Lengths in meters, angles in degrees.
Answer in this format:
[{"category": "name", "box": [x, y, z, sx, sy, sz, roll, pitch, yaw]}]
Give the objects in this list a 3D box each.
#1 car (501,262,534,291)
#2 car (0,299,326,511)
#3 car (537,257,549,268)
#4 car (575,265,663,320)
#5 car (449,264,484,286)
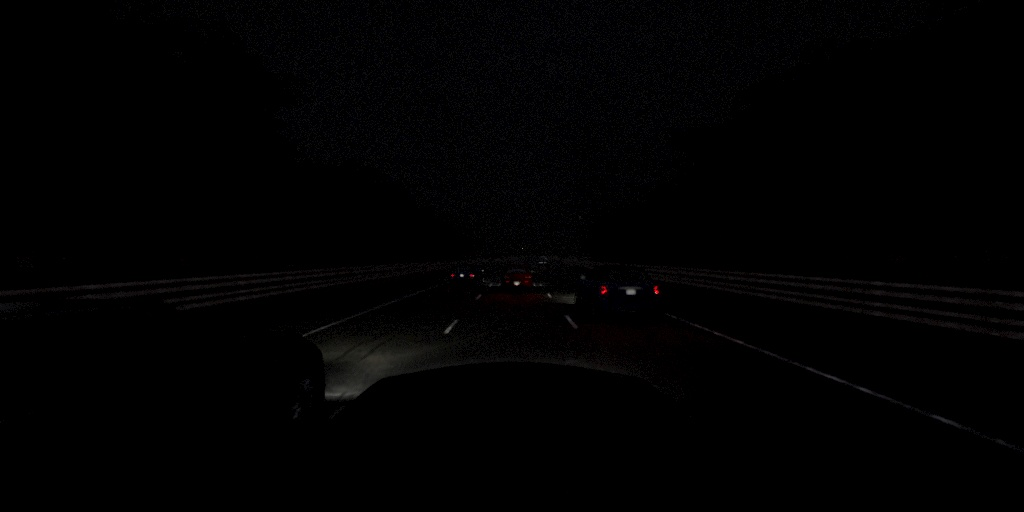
[{"category": "car", "box": [0.306, 1.273, 21.456, 1.812, 1.442, 4.674, 0, 0, 1]}, {"category": "car", "box": [-3.388, 1.097, 2.656, 2.097, 1.767, 4.553, 0, 0, 0]}, {"category": "car", "box": [5.408, 1.348, 62.694, 2.128, 1.511, 4.902, 0, 0, 4]}, {"category": "car", "box": [3.571, 1.097, 12.803, 2.097, 1.767, 4.553, 0, 0, 1]}, {"category": "car", "box": [-3.116, 1.297, 25.300, 2.033, 1.411, 5.357, 0, 0, 1]}]
